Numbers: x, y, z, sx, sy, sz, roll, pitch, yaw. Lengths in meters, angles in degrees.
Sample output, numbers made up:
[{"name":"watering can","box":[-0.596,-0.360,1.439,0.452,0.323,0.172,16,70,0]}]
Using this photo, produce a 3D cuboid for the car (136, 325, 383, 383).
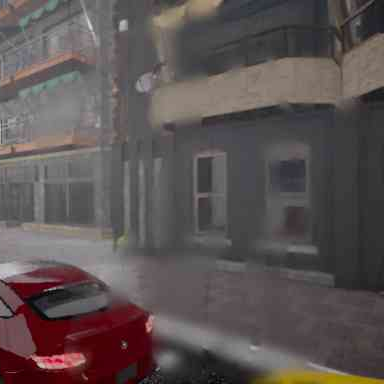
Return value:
[{"name":"car","box":[2.169,1.527,1.185,4.829,1.417,1.752,0,-1,36]}]

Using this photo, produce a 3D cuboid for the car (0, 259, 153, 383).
[{"name":"car","box":[-2.310,1.575,4.379,4.206,1.307,1.802,0,-1,36]}]
